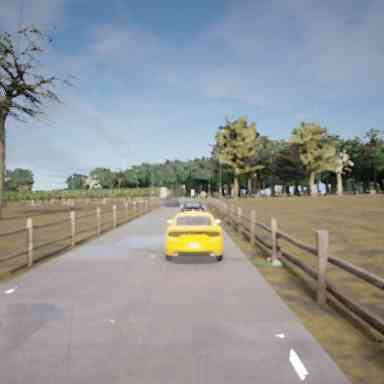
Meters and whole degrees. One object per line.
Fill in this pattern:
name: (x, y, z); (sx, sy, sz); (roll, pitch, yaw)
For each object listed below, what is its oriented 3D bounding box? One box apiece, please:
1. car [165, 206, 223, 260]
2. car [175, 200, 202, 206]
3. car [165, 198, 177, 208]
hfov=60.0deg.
car: (0.076, 1.483, 12.503); (1.882, 1.535, 5.008); (0, 0, 0)
car: (0.072, 1.503, 26.277); (2.128, 1.511, 4.902); (0, 0, 0)
car: (-2.809, 1.587, 48.198); (1.994, 1.385, 4.181); (0, 0, 0)
